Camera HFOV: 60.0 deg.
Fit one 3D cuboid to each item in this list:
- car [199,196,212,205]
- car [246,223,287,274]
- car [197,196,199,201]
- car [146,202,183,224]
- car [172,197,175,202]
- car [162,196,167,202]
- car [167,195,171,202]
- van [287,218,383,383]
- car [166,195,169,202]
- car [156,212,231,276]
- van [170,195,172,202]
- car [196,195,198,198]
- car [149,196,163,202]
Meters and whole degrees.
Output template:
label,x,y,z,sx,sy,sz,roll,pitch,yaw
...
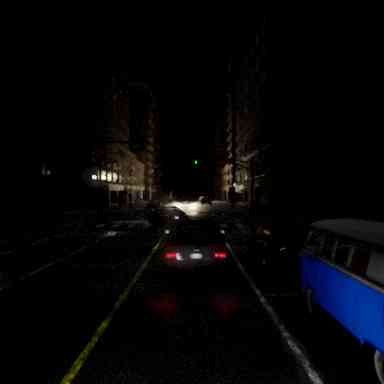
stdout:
label,x,y,z,sx,sy,sz,roll,pitch,yaw
car,2.849,1.713,64.879,1.967,1.590,4.097,0,0,0
car,2.855,1.613,10.502,1.947,1.339,4.313,0,0,0
car,2.849,1.877,75.776,2.008,1.369,4.403,0,0,0
car,-1.811,1.665,23.694,1.994,1.385,4.181,0,0,-23
car,-5.676,1.877,75.743,2.008,1.369,4.403,0,0,0
car,-5.674,1.774,53.940,2.008,1.369,4.403,0,0,0
car,-5.675,1.818,64.842,1.887,1.381,4.507,0,0,0
van,2.855,1.363,4.843,1.690,1.788,3.998,0,0,0
car,-5.675,1.792,59.391,1.887,1.381,4.507,0,0,0
car,0.100,1.594,10.466,2.033,1.411,5.357,0,0,0
van,-5.676,1.640,70.294,1.690,1.788,3.998,0,0,0
car,2.847,1.938,92.291,1.752,1.417,4.829,0,0,0
car,-5.674,1.724,48.320,1.752,1.417,4.829,0,0,0
